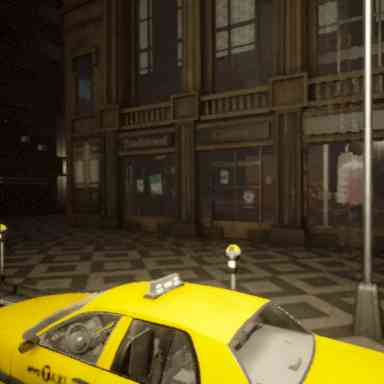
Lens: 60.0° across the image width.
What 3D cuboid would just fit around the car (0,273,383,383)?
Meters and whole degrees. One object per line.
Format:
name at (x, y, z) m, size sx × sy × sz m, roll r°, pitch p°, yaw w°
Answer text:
car at (-0.477, 1.479, 3.216) m, size 4.829 × 1.417 × 1.752 m, roll 0°, pitch 1°, yaw 30°
